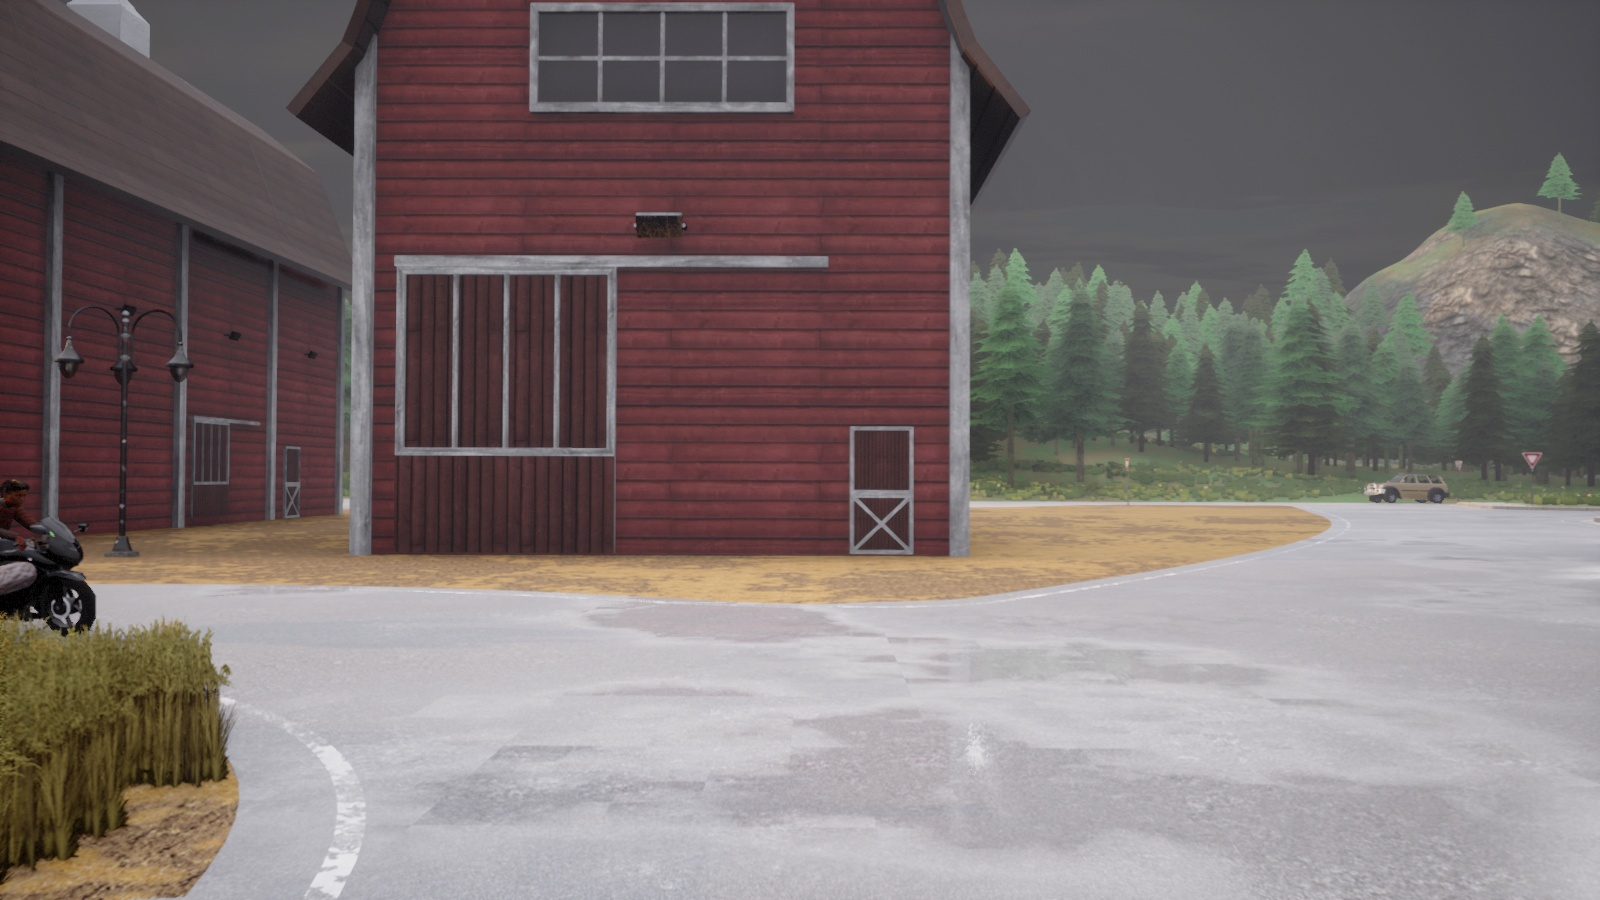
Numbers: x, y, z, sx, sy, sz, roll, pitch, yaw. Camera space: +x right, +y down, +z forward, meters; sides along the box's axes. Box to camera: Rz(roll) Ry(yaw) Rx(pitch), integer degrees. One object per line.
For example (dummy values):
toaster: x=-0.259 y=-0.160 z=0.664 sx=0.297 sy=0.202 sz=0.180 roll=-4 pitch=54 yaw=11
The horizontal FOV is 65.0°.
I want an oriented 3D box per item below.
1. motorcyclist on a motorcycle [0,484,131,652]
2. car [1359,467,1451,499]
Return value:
motorcyclist on a motorcycle: x=-7.617 y=1.096 z=12.012 sx=2.044 sy=1.523 sz=0.797 roll=0 pitch=-1 yaw=7
car: x=36.116 y=1.993 z=75.048 sx=4.605 sy=1.855 sz=1.932 roll=1 pitch=-2 yaw=-5
